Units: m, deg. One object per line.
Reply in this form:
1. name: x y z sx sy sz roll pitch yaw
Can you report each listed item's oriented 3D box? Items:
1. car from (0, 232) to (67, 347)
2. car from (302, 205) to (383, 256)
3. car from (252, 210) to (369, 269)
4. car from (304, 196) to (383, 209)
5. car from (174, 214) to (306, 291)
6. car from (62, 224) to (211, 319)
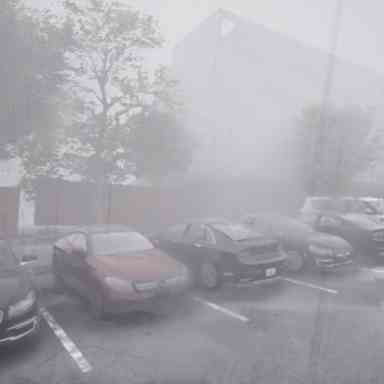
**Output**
1. car: -4.134 1.478 6.027 2.231 1.521 4.892 0 0 -36
2. car: 4.954 1.472 12.524 2.097 1.535 5.008 0 0 -36
3. car: 2.676 1.475 10.907 2.231 1.521 4.892 0 0 -36
4. car: 7.238 1.220 14.133 2.435 2.045 5.566 0 0 -36
5. car: 0.311 1.476 9.197 2.231 1.521 4.892 0 0 -36
6. car: -1.864 1.516 7.648 2.002 1.452 4.674 0 0 -36
